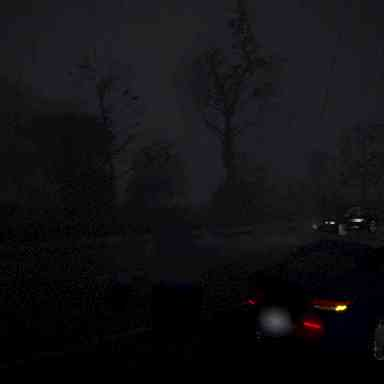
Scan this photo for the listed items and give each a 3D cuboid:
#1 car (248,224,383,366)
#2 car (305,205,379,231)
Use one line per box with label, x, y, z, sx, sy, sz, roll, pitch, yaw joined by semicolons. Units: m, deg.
car;3.019;1.524;5.759;4.674;1.442;1.812;0;0;-35
car;8.131;1.486;17.899;4.902;1.511;2.128;0;0;-34
